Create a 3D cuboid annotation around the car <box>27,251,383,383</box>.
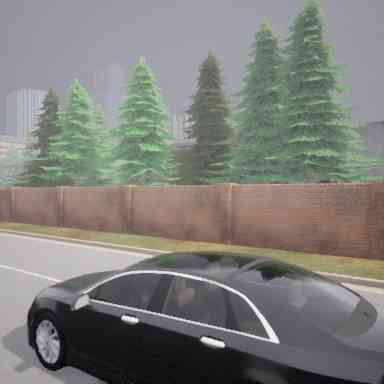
[{"bbox_3d":[-0.085,1.504,4.051,4.892,1.490,1.837,0,0,35],"label":"car"}]
